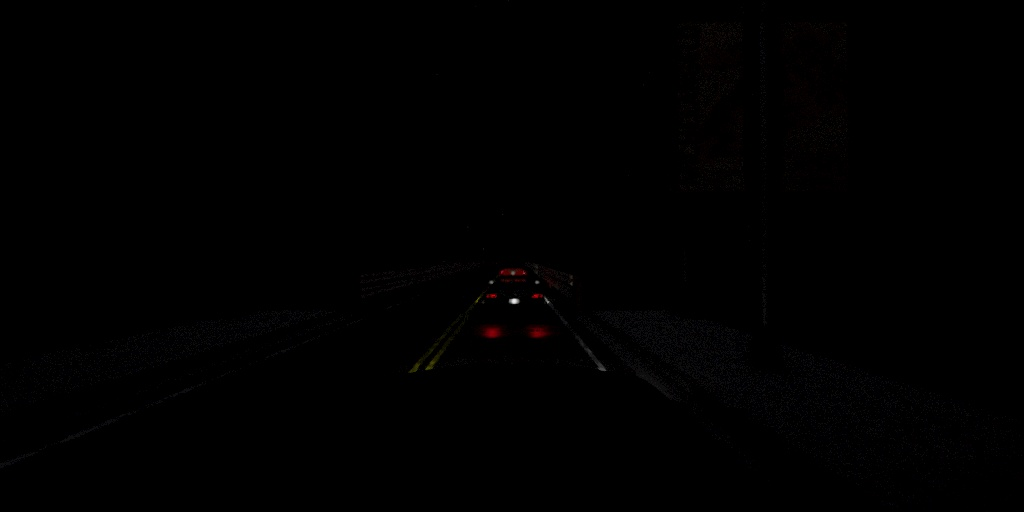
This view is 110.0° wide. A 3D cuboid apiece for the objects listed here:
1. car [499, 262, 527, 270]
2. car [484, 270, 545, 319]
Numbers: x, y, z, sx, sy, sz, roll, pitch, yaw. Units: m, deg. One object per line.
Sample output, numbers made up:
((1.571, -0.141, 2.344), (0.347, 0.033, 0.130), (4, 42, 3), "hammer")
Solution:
((0.081, 1.218, 27.428), (2.097, 1.767, 4.553), (0, 0, 0), "car")
((0.081, 1.365, 13.001), (1.994, 1.385, 4.181), (0, 0, 0), "car")
